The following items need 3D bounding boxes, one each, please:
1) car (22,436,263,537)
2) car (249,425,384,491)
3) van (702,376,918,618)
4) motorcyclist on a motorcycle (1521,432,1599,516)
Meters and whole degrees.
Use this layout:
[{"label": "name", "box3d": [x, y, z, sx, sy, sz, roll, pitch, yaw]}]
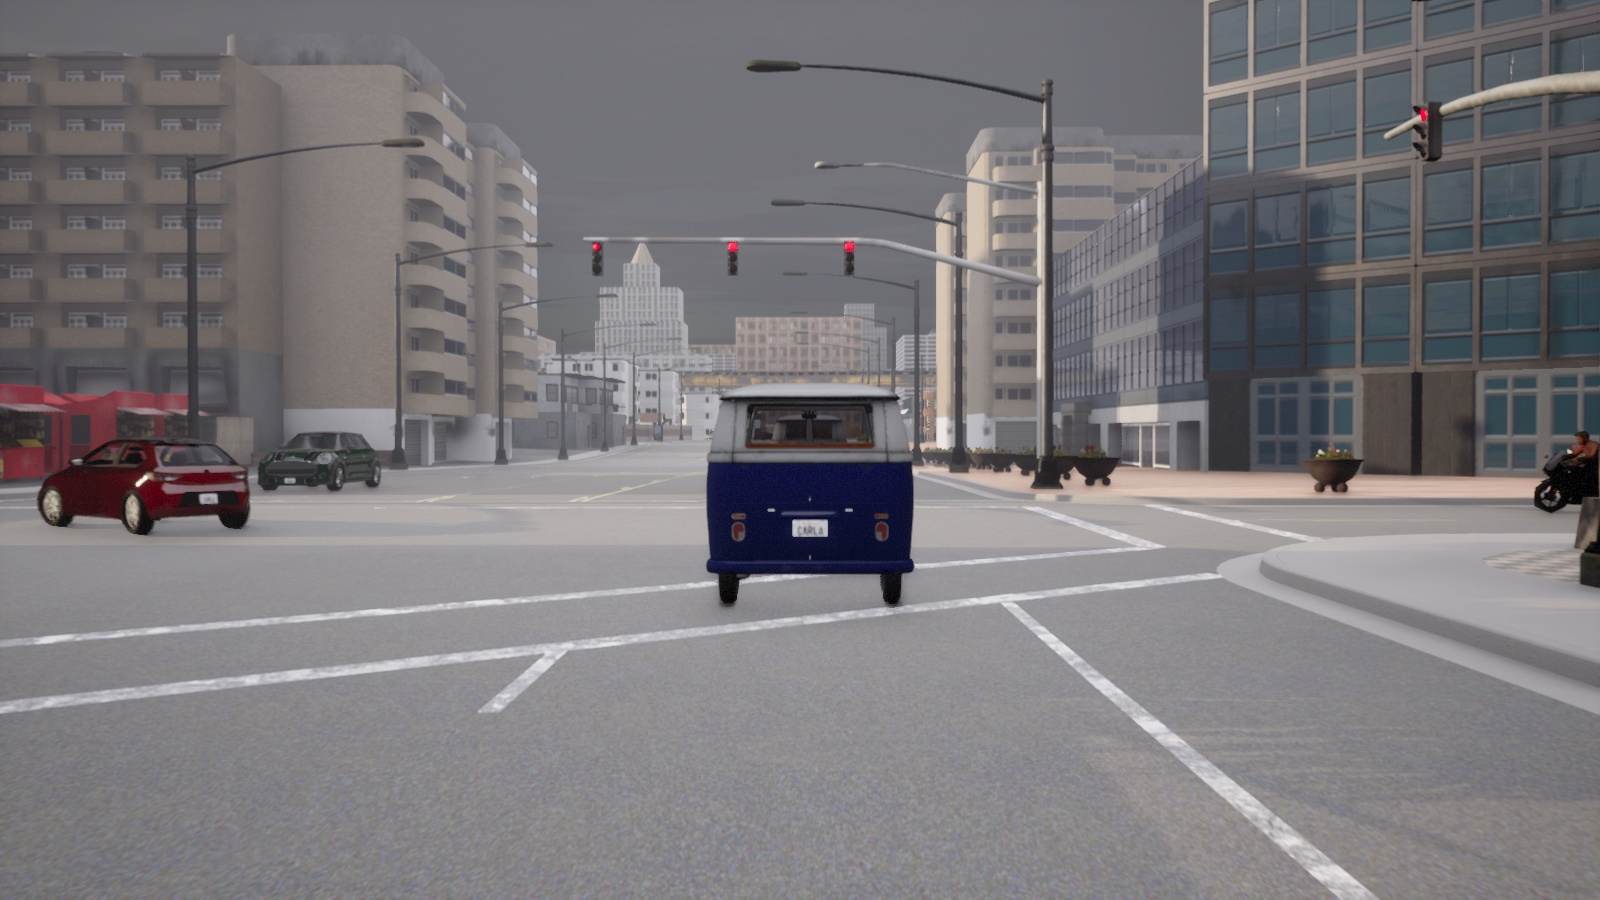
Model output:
[{"label": "car", "box3d": [-10.720, 0.510, 20.369, 4.193, 1.474, 1.816, 1, 1, 37]}, {"label": "car", "box3d": [-13.744, 0.209, 36.035, 2.097, 1.767, 4.553, 0, 0, 0]}, {"label": "van", "box3d": [0.098, 0.354, 12.555, 1.775, 1.987, 4.442, 0, 1, 0]}, {"label": "motorcyclist on a motorcycle", "box3d": [14.448, 0.425, 22.971, 2.044, 1.523, 0.797, 0, 1, 1]}]
